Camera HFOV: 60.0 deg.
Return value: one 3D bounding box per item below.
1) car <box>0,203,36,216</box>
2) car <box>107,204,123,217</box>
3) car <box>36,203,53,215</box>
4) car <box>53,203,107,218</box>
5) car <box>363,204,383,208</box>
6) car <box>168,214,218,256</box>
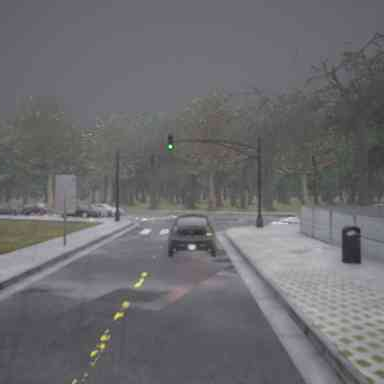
[{"bbox_3d":[-20.795,2.078,38.735,4.181,1.385,1.994,0,-1,23],"label":"car"},{"bbox_3d":[-9.966,2.025,37.600,4.674,1.442,1.812,0,-1,25],"label":"car"},{"bbox_3d":[-19.184,2.088,41.575,4.674,1.442,1.812,0,-1,24],"label":"car"},{"bbox_3d":[-11.755,1.957,34.831,4.892,1.490,1.837,0,-1,23],"label":"car"},{"bbox_3d":[16.212,1.855,30.024,4.902,1.511,2.128,0,-1,22],"label":"car"},{"bbox_3d":[0.023,1.694,14.083,1.837,1.490,4.892,0,0,1],"label":"car"}]
